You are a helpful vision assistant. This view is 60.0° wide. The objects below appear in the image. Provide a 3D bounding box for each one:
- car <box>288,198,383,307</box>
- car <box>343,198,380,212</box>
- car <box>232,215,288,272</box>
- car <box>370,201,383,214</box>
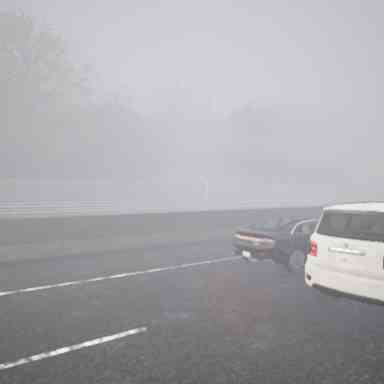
[{"bbox_3d":[4.836,1.228,7.241,5.566,2.045,2.150,-1,0,-35],"label":"car"},{"bbox_3d":[20.479,1.519,40.074,5.008,1.535,1.882,0,0,-35],"label":"car"},{"bbox_3d":[3.485,1.496,10.570,4.902,1.511,2.128,0,0,-35],"label":"car"},{"bbox_3d":[21.784,1.641,36.712,4.718,1.301,1.895,0,0,-35],"label":"car"}]
